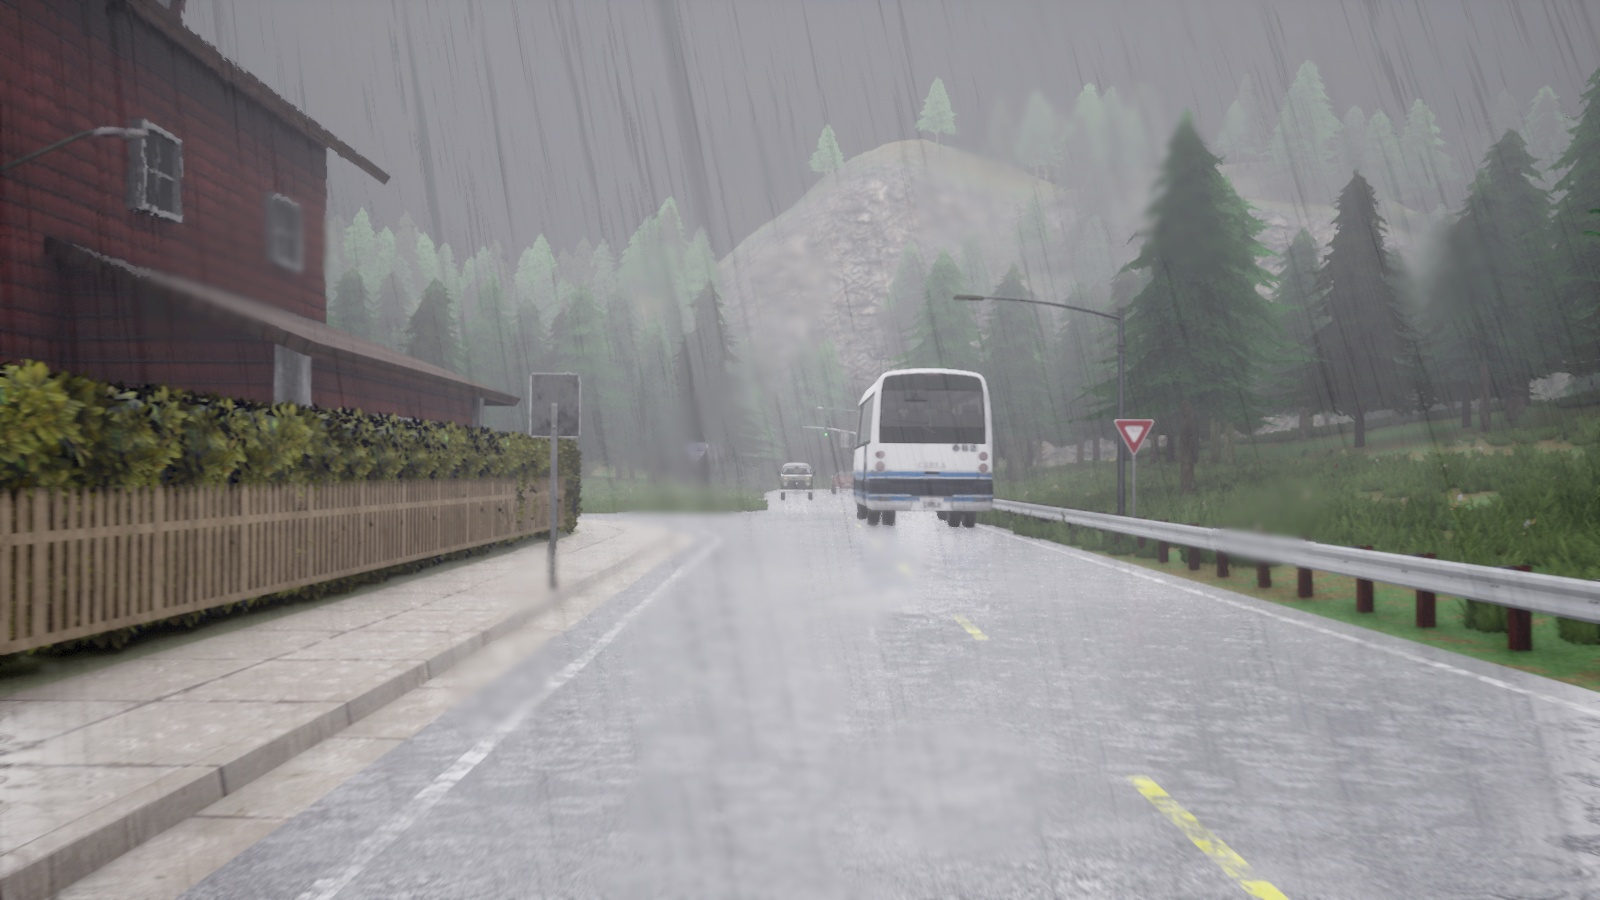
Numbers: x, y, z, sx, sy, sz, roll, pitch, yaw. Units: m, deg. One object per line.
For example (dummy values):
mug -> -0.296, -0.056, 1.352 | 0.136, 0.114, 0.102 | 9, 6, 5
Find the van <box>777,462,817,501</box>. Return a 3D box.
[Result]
van -> -0.168, 1.723, 68.657 | 2.069, 2.038, 4.480 | 0, -1, 0

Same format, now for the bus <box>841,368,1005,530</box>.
bus -> 3.407, 0.072, 38.178 | 3.944, 4.253, 10.273 | 0, -1, 0

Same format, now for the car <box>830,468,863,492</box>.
car -> 3.283, 2.115, 88.981 | 2.152, 1.651, 5.027 | 0, -1, 0
